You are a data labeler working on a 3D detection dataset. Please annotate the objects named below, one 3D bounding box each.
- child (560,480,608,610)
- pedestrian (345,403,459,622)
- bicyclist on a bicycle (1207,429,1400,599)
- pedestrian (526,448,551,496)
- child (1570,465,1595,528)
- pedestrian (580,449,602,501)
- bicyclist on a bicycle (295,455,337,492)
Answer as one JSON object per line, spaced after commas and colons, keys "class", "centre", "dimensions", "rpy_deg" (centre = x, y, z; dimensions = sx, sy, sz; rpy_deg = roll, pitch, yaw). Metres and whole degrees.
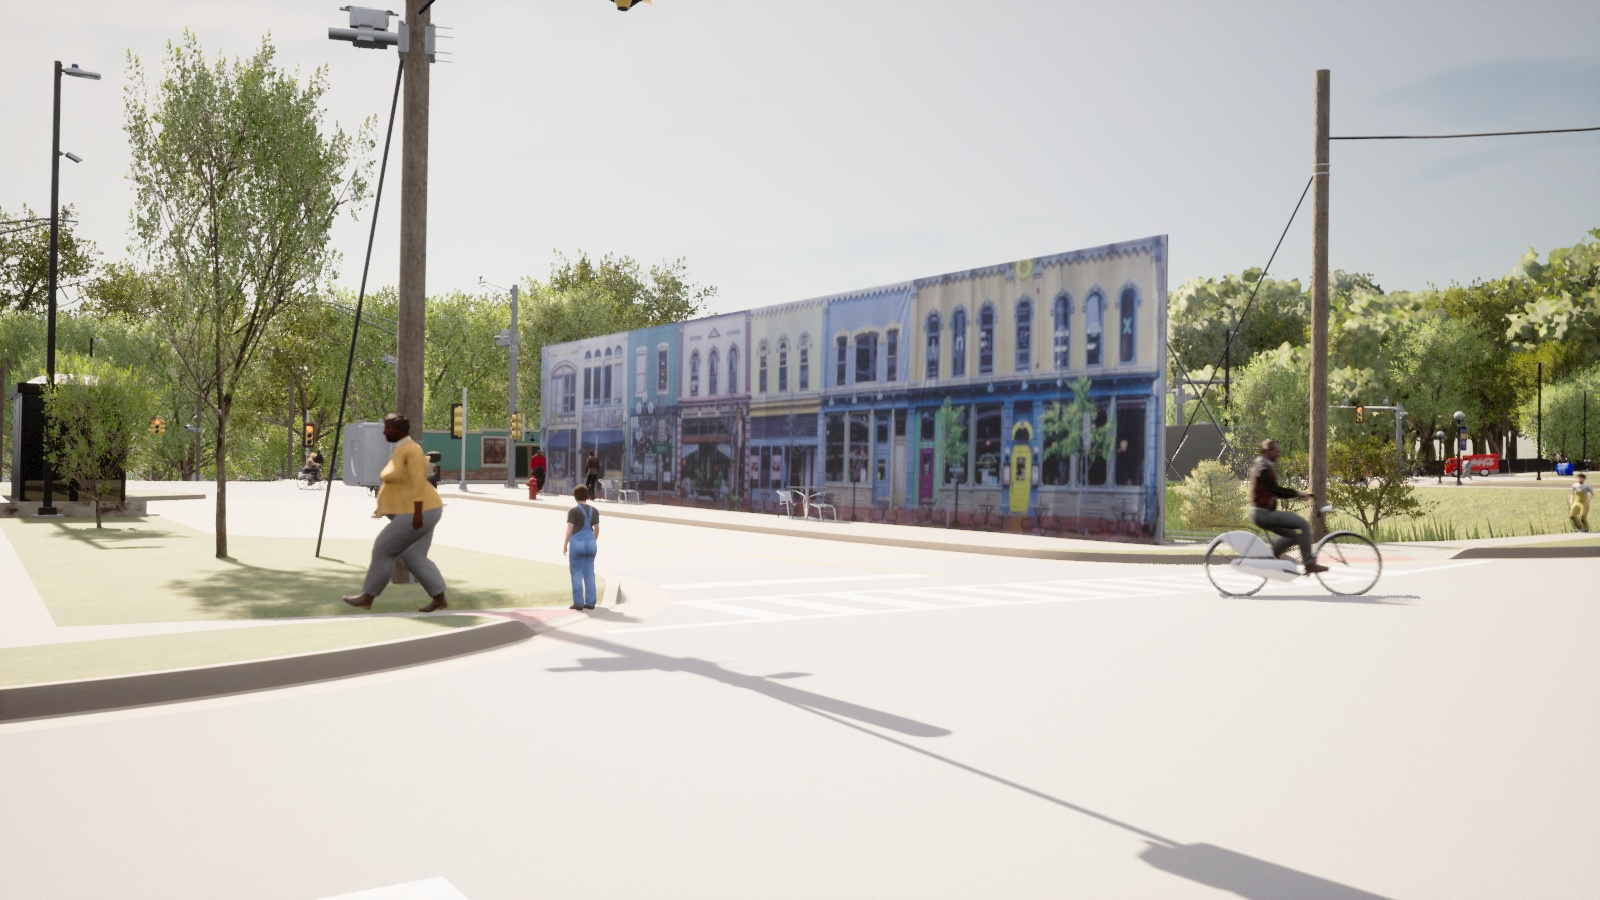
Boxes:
{"class": "child", "centre": [-2.151, 0.930, 12.506], "dimensions": [0.270, 1.263, 0.437], "rpy_deg": [1, -1, -41]}
{"class": "pedestrian", "centre": [-3.530, 0.537, 11.163], "dimensions": [0.900, 1.855, 0.874], "rpy_deg": [1, -1, -17]}
{"class": "bicyclist on a bicycle", "centre": [5.521, 0.730, 13.874], "dimensions": [1.843, 1.776, 0.659], "rpy_deg": [-3, -4, 19]}
{"class": "pedestrian", "centre": [-10.142, 0.847, 48.779], "dimensions": [0.634, 1.844, 0.899], "rpy_deg": [1, -1, -34]}
{"class": "child", "centre": [15.747, 0.932, 25.257], "dimensions": [0.437, 1.263, 0.270], "rpy_deg": [1, -1, -34]}
{"class": "pedestrian", "centre": [-7.283, 0.878, 43.814], "dimensions": [0.328, 1.805, 0.869], "rpy_deg": [1, -1, -40]}
{"class": "bicyclist on a bicycle", "centre": [-21.358, 1.024, 55.383], "dimensions": [1.509, 1.612, 0.866], "rpy_deg": [1, -1, -38]}
